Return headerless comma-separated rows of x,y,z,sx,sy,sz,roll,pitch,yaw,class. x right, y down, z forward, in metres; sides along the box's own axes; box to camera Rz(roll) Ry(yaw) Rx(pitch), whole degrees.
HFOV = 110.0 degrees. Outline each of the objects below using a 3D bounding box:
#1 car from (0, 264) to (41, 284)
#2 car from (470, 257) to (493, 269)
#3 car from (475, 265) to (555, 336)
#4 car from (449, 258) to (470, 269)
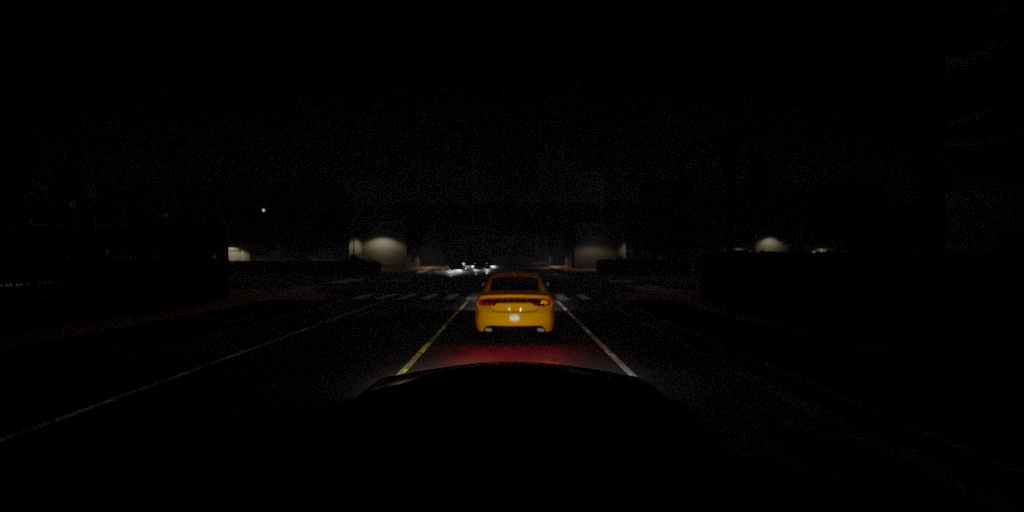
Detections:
-37.011,1.218,25.493,5.357,1.411,2.033,0,0,1,car
-4.257,0.921,50.940,2.097,1.767,4.553,0,0,0,car
0.094,1.193,10.310,1.882,1.535,5.008,0,0,1,car
-7.757,1.060,51.060,2.128,1.511,4.902,0,0,0,car
